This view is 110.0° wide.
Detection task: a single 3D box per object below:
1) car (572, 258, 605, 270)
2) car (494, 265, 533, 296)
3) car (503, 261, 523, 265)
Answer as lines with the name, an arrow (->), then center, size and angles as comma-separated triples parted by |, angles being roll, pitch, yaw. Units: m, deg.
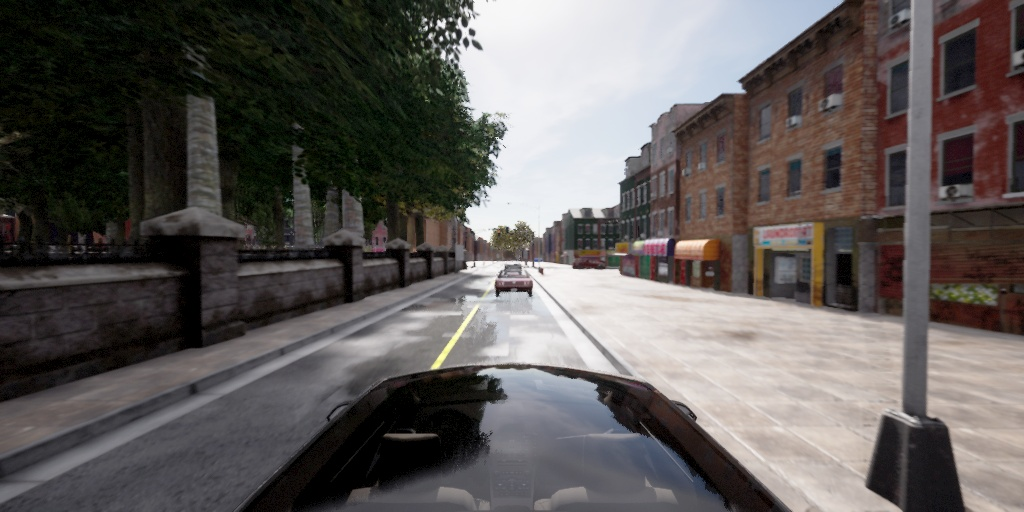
car -> 11.757, 1.286, 55.474 | 5.009, 1.841, 2.192 | 0, 0, 0
car -> 0.093, 1.345, 19.216 | 1.895, 1.301, 4.718 | 0, 0, 0
car -> 0.087, 1.241, 38.004 | 2.128, 1.511, 4.902 | 0, 0, 0
